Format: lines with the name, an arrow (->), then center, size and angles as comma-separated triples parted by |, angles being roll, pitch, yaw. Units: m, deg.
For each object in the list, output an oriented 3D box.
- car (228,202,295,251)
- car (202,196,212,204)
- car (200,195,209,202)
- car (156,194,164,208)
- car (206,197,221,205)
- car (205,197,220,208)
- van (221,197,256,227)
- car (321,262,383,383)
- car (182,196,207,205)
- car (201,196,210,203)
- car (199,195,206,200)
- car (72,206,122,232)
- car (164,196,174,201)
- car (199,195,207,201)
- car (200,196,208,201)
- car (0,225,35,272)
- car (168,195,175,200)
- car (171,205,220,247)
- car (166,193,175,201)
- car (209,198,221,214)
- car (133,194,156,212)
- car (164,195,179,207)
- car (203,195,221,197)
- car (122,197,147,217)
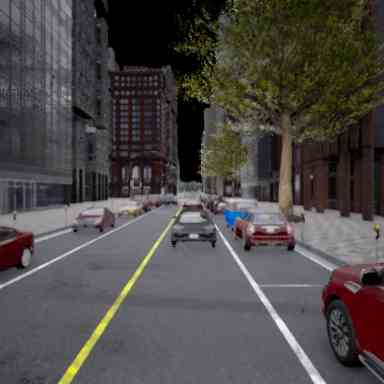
car -> 2.863, 1.418, 14.031 | 1.967, 1.590, 4.097 | 0, 0, 0
car -> 2.880, 1.500, 64.957 | 1.752, 1.417, 4.829 | 0, 0, 0
car -> 2.884, 1.428, 76.066 | 1.967, 1.590, 4.097 | 0, 0, 0
car -> -5.651, 1.279, 47.879 | 2.192, 1.841, 5.009 | 0, 0, 0
car -> 2.870, 1.524, 36.588 | 1.947, 1.339, 4.313 | 0, 0, 0
car -> 2.875, 1.508, 47.868 | 1.887, 1.381, 4.507 | 0, 0, 0
van -> 2.866, 1.311, 19.670 | 1.690, 1.788, 3.998 | 0, 0, 0
car -> 2.859, 1.311, 2.751 | 2.192, 1.841, 5.009 | 0, 0, 0
car -> 0.089, 1.435, 30.433 | 1.882, 1.535, 5.008 | 0, 0, 1
car -> 2.882, 1.562, 70.426 | 1.802, 1.307, 4.206 | 0, 0, 0
car -> 2.890, 1.587, 92.984 | 1.947, 1.339, 4.313 | 0, 0, 0
car -> -5.660, 1.551, 19.686 | 1.802, 1.307, 4.206 | 0, 0, 0
car -> -5.639, 1.563, 81.711 | 1.947, 1.339, 4.313 | 0, 0, 0
car -> 2.888, 1.573, 87.344 | 1.947, 1.339, 4.313 | 0, 0, 0
car -> 2.886, 1.579, 81.705 | 1.802, 1.307, 4.206 | 0, 0, 0
car -> -5.664, 1.532, 8.407 | 1.887, 1.381, 4.507 | 0, 0, 0
car -> -5.635, 1.603, 92.989 | 1.802, 1.307, 4.206 | 0, 0, 0
car -> 0.082, 1.502, 14.867 | 1.812, 1.442, 4.674 | 0, 0, 0
car -> -5.638, 1.323, 87.350 | 2.192, 1.841, 5.009 | 0, 0, 0
car -> 2.868, 1.539, 30.950 | 1.802, 1.307, 4.206 | 0, 0, 0
car -> -5.655, 1.273, 36.601 | 2.192, 1.841, 5.009 | 0, 0, 0
car -> -3.058, 1.566, 51.404 | 1.895, 1.301, 4.718 | 0, 0, 0
car -> 2.872, 1.276, 42.228 | 2.192, 1.841, 5.009 | 0, 0, 0
car -> -5.657, 1.483, 30.793 | 1.752, 1.417, 4.829 | 0, 0, 0
